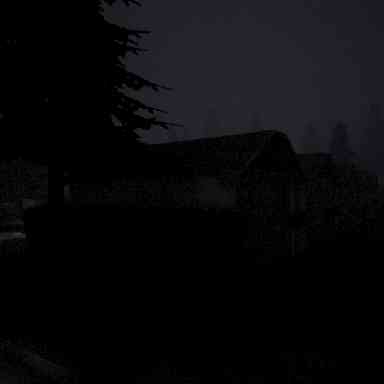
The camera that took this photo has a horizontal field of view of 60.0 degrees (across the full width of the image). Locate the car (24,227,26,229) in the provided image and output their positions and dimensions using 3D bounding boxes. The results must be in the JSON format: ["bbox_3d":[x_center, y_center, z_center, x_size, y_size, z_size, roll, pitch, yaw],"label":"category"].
[{"bbox_3d":[-9.437,1.864,23.760,2.097,1.767,4.553,-1,-1,36],"label":"car"}]

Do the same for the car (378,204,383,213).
[{"bbox_3d":[22.601,2.036,41.491,4.902,1.511,2.128,-1,-1,29],"label":"car"}]
